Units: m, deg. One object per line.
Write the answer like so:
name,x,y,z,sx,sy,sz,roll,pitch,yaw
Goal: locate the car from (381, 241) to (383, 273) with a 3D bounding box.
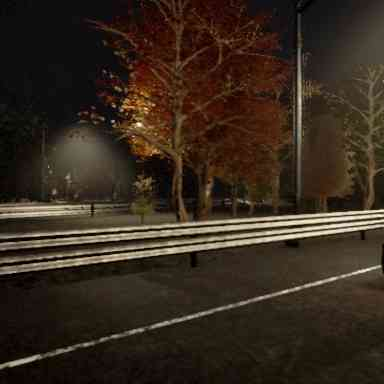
car,6.957,1.501,8.783,5.008,1.535,1.882,0,0,-35
